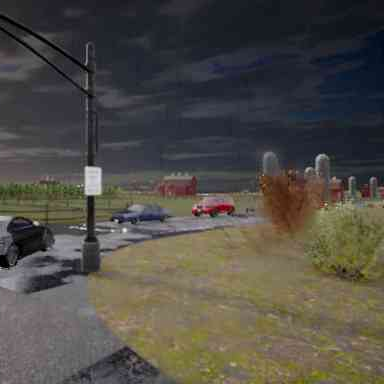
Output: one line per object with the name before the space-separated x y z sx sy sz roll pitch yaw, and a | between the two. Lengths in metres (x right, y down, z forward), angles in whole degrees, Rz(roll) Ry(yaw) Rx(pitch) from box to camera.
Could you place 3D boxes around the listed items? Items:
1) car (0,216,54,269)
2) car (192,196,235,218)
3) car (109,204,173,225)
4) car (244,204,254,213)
car | -6.013 1.446 10.631 1.994 1.385 4.181 0 0 -4
car | 2.262 1.425 33.215 2.150 2.045 5.566 0 -1 36
car | -3.630 1.617 24.850 2.033 1.411 5.357 0 -1 35
car | 8.258 1.844 41.725 1.837 1.490 4.892 0 -1 35
